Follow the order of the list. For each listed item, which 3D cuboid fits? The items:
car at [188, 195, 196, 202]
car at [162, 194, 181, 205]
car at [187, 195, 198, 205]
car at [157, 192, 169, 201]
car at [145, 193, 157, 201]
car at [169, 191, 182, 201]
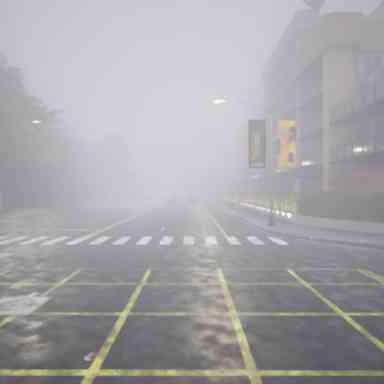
[{"bbox_3d":[0.006,1.466,76.817,1.882,1.535,5.008,0,0,0],"label":"car"},{"bbox_3d":[-3.492,1.539,58.210,2.033,1.411,5.357,0,0,0],"label":"car"},{"bbox_3d":[0.015,1.517,59.626,1.812,1.442,4.674,0,0,0],"label":"car"},{"bbox_3d":[-6.993,1.486,82.326,1.837,1.490,4.892,0,0,0],"label":"car"},{"bbox_3d":[-10.493,1.538,82.326,1.994,1.385,4.181,0,0,0],"label":"car"},{"bbox_3d":[-3.494,1.214,76.757,2.150,2.045,5.566,0,0,0],"label":"car"}]
